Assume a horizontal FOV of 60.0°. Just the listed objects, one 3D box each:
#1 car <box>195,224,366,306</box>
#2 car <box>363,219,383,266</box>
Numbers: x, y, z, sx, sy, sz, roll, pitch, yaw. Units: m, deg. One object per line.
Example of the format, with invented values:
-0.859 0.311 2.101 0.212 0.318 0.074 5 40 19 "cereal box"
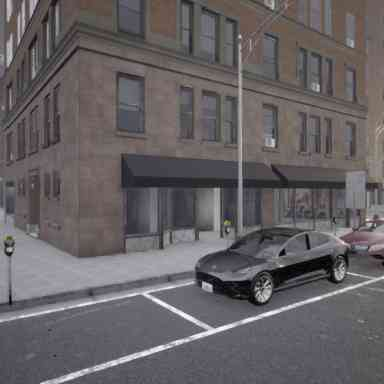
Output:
2.077 1.566 8.049 4.313 1.339 1.947 0 0 -36 "car"
6.540 1.582 11.267 4.206 1.307 1.802 0 0 -36 "car"
